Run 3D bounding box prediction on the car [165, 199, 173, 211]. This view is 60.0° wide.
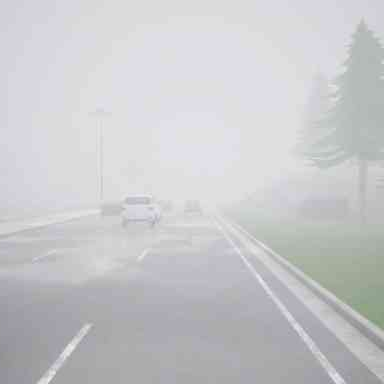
[{"bbox_3d":[-3.390,1.564,39.985,1.994,1.385,4.181,0,0,-1],"label":"car"}]

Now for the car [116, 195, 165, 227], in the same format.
[{"bbox_3d":[-3.403,1.221,23.069,2.150,2.045,5.566,0,0,0],"label":"car"}]

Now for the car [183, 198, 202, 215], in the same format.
[{"bbox_3d":[0.091,1.547,34.439,2.033,1.411,5.357,0,0,0],"label":"car"}]

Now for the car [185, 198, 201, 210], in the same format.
[{"bbox_3d":[0.133,1.547,44.514,2.033,1.411,5.357,0,0,1],"label":"car"}]

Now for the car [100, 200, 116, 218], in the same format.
[{"bbox_3d":[-6.903,1.477,30.383,1.882,1.535,5.008,0,0,0],"label":"car"}]
